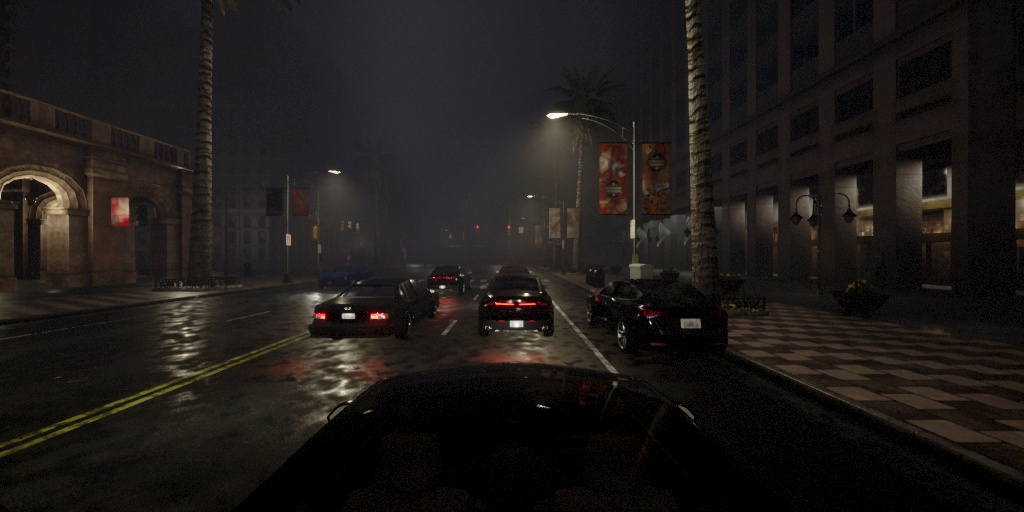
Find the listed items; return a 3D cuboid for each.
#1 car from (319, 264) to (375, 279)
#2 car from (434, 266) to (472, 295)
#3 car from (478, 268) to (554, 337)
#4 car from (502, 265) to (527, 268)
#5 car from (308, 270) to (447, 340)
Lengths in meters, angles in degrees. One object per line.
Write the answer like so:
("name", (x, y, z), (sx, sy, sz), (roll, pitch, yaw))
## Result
("car", (-10.482, 1.265, 23.114), (1.882, 1.535, 5.008), (0, 0, 0))
("car", (-3.384, 1.255, 19.855), (1.837, 1.490, 4.892), (0, 0, 0))
("car", (0.097, 1.254, 10.346), (1.837, 1.490, 4.892), (0, 0, 0))
("car", (0.111, 1.228, 19.796), (1.882, 1.535, 5.008), (0, 0, 0))
("car", (-3.393, 1.297, 9.966), (2.033, 1.411, 5.357), (0, 0, 0))
